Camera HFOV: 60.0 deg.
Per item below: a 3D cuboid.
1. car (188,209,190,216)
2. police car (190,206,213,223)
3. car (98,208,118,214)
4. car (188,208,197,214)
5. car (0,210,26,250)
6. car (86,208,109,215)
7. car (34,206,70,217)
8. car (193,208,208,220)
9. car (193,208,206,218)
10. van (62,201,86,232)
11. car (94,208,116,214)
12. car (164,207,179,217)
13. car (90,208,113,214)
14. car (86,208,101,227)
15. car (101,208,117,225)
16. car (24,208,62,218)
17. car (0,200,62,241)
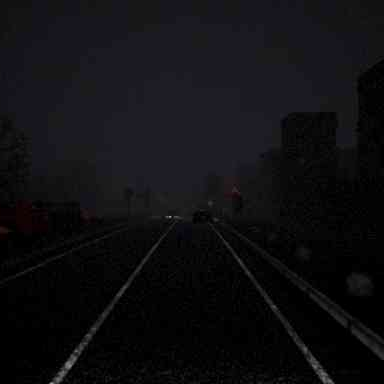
[{"bbox_3d":[0.113,4.081,67.705,1.994,1.385,4.181,0,-3,0],"label":"car"},{"bbox_3d":[0.983,2.134,32.116,1.930,1.638,5.238,0,-2,0],"label":"police car"},{"bbox_3d":[-21.770,4.989,86.262,4.674,1.452,2.002,0,-3,0],"label":"car"},{"bbox_3d":[0.166,4.741,82.703,2.033,1.411,5.357,0,-3,0],"label":"car"},{"bbox_3d":[-9.471,1.575,12.690,5.008,1.535,2.097,0,-1,-1],"label":"car"},{"bbox_3d":[-21.811,4.478,76.577,4.674,1.452,2.002,0,-3,0],"label":"car"},{"bbox_3d":[-21.948,3.030,52.284,4.553,1.767,2.185,0,-3,0],"label":"car"},{"bbox_3d":[1.002,2.698,42.004,1.812,1.442,4.674,0,-3,0],"label":"car"},{"bbox_3d":[1.019,3.013,48.001,1.812,1.442,4.674,0,-3,0],"label":"car"},{"bbox_3d":[-9.644,1.591,21.802,4.442,1.987,1.878,0,-2,0],"label":"van"},{"bbox_3d":[-21.791,4.783,83.119,5.008,1.535,2.097,0,-3,0],"label":"car"},{"bbox_3d":[-3.231,3.558,57.619,1.994,1.385,4.181,0,-3,1],"label":"car"},{"bbox_3d":[-21.794,4.611,79.851,4.892,1.521,2.231,0,-3,0],"label":"car"},{"bbox_3d":[-9.573,1.786,24.835,4.553,1.767,2.185,0,-2,0],"label":"car"},{"bbox_3d":[-9.370,2.013,27.747,5.366,1.575,1.946,0,-2,0],"label":"car"},{"bbox_3d":[-21.889,3.031,49.109,4.674,1.452,2.002,0,-3,0],"label":"car"},{"bbox_3d":[-9.522,1.390,15.613,5.566,2.045,2.435,0,-2,0],"label":"car"}]
